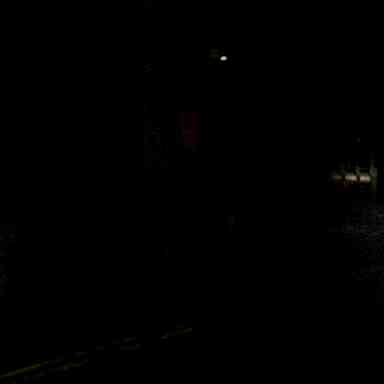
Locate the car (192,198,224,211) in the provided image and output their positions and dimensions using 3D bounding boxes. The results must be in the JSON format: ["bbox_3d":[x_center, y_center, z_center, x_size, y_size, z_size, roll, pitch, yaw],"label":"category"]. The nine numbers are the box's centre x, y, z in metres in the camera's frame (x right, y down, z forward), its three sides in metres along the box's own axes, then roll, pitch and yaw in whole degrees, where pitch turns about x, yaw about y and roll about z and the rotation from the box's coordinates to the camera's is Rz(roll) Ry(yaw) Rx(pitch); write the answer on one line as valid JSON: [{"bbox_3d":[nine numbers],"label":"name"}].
[{"bbox_3d":[1.839,1.511,40.119,1.812,1.442,4.674,0,0,-35],"label":"car"}]
